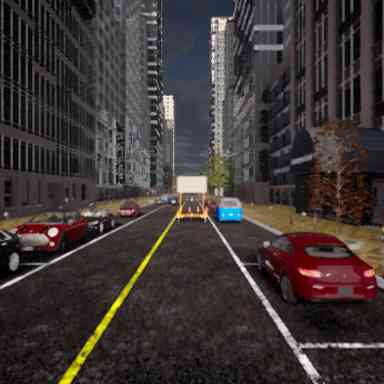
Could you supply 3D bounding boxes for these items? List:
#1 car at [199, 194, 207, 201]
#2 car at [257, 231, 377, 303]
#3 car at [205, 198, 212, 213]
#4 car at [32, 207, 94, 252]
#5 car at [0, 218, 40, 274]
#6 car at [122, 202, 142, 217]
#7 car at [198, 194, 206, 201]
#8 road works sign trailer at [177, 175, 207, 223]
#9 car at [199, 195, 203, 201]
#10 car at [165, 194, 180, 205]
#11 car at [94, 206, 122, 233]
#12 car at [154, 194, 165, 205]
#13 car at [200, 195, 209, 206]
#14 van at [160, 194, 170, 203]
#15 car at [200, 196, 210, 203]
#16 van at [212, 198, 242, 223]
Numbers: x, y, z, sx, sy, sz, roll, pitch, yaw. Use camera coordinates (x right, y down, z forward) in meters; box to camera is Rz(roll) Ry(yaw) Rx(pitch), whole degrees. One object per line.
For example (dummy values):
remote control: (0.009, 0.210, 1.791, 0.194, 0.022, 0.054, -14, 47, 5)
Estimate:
car: (2.702, 1.424, 81.899, 1.967, 1.590, 4.097, 0, 0, 0)
car: (2.691, 1.588, 7.898, 1.802, 1.307, 4.206, 0, 0, 0)
car: (2.695, 1.591, 36.359, 1.802, 1.307, 4.206, 0, 0, 0)
car: (-5.690, 1.448, 13.594, 1.967, 1.590, 4.097, 0, 0, 0)
car: (-5.690, 1.557, 7.901, 2.008, 1.369, 4.403, 0, 0, 0)
car: (-5.687, 1.591, 30.671, 1.802, 1.307, 4.206, 0, 0, 0)
car: (2.703, 1.415, 87.591, 1.967, 1.590, 4.097, 0, 0, 0)
road works sign trailer: (0.003, 0.473, 25.994, 2.380, 3.560, 2.880, 0, 0, 0)
car: (2.699, 1.556, 64.822, 2.008, 1.369, 4.403, 0, 0, 0)
car: (-3.050, 1.501, 57.842, 2.128, 1.511, 4.902, 0, 0, 1)
car: (-5.688, 1.559, 19.286, 2.008, 1.369, 4.403, 0, 0, 0)
car: (-5.682, 1.559, 59.134, 2.008, 1.369, 4.403, 0, 0, 0)
car: (2.697, 1.592, 53.437, 1.802, 1.307, 4.206, 0, 0, 0)
van: (-5.680, 1.341, 70.519, 1.690, 1.788, 3.998, 0, 0, 0)
car: (2.700, 1.551, 70.514, 2.008, 1.369, 4.403, 0, 0, 0)
van: (2.693, 1.350, 24.975, 1.690, 1.788, 3.998, 0, 0, 0)
